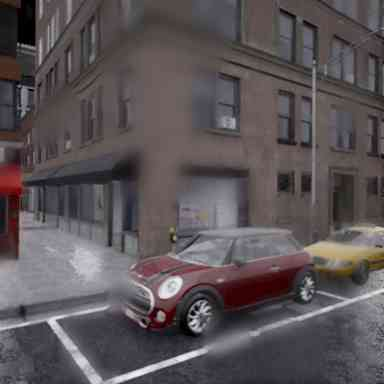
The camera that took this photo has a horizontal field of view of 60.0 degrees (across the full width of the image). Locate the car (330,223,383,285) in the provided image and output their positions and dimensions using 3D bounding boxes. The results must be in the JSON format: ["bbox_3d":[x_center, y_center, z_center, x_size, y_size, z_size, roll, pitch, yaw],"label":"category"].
[{"bbox_3d":[4.959,1.614,9.728,4.829,1.417,1.752,1,0,-36],"label":"car"}]

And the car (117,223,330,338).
[{"bbox_3d":[0.607,1.479,6.623,4.097,1.590,1.967,1,0,-36],"label":"car"}]
